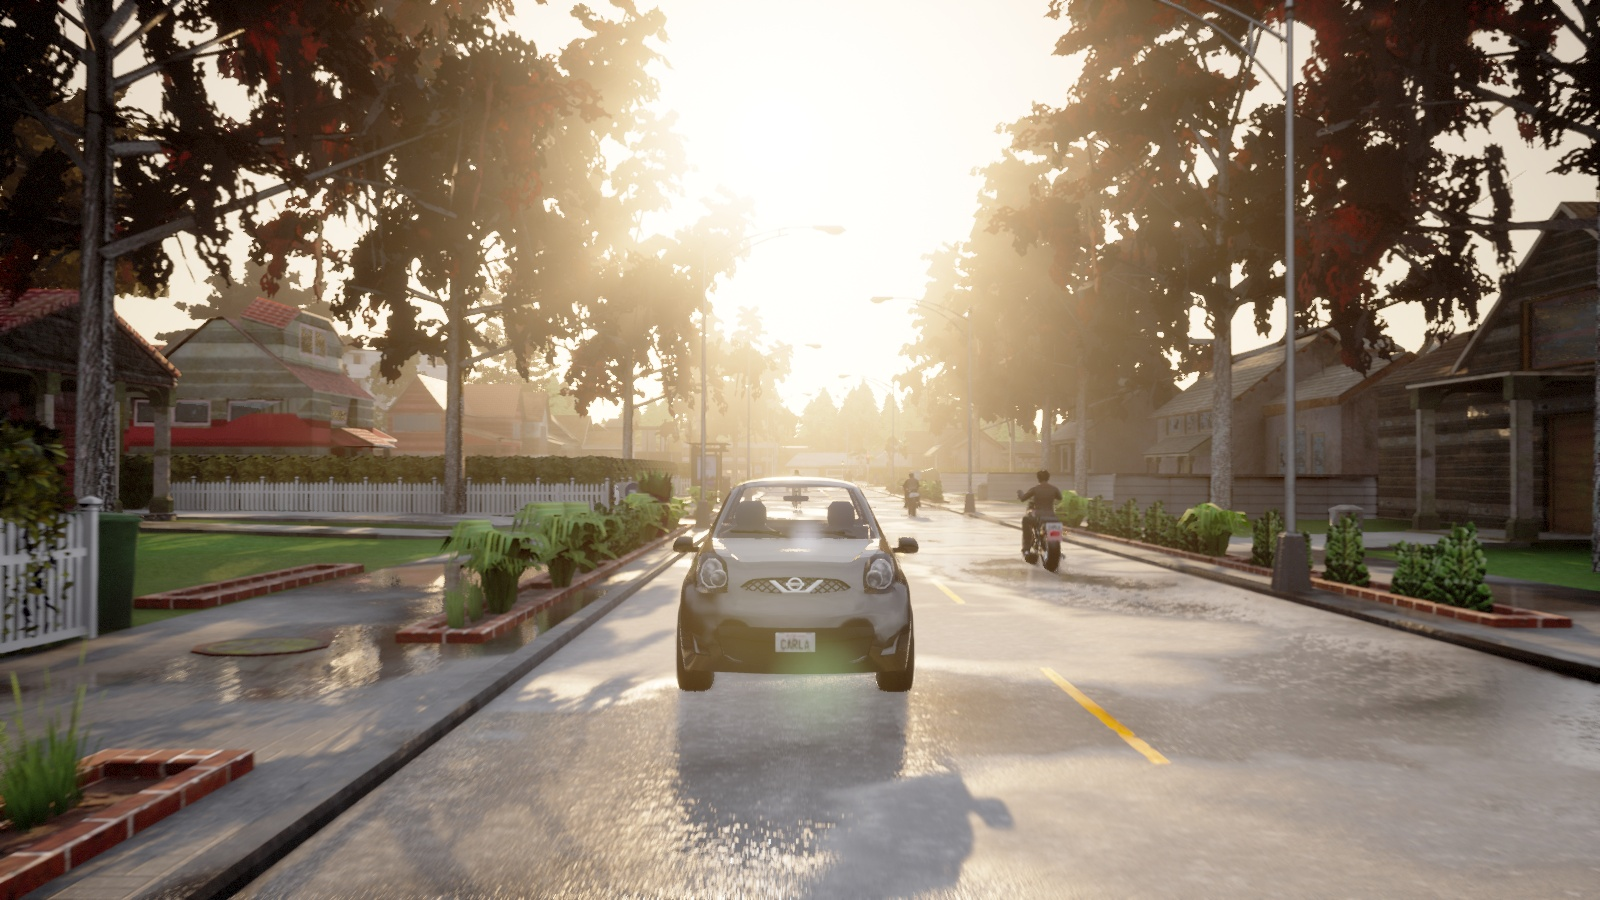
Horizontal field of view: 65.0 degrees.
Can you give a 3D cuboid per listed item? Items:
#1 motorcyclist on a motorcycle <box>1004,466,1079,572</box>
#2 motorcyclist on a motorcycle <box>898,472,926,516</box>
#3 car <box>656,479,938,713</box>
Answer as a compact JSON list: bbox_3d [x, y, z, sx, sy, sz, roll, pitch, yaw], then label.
[{"bbox_3d":[3.949,1.096,20.721,0.766,1.649,2.350,0,-1,0],"label":"motorcyclist on a motorcycle"},{"bbox_3d":[3.893,1.514,43.787,0.797,1.523,2.044,0,-1,0],"label":"motorcyclist on a motorcycle"},{"bbox_3d":[-0.025,0.997,10.052,1.845,1.501,3.633,0,-1,0],"label":"car"}]
